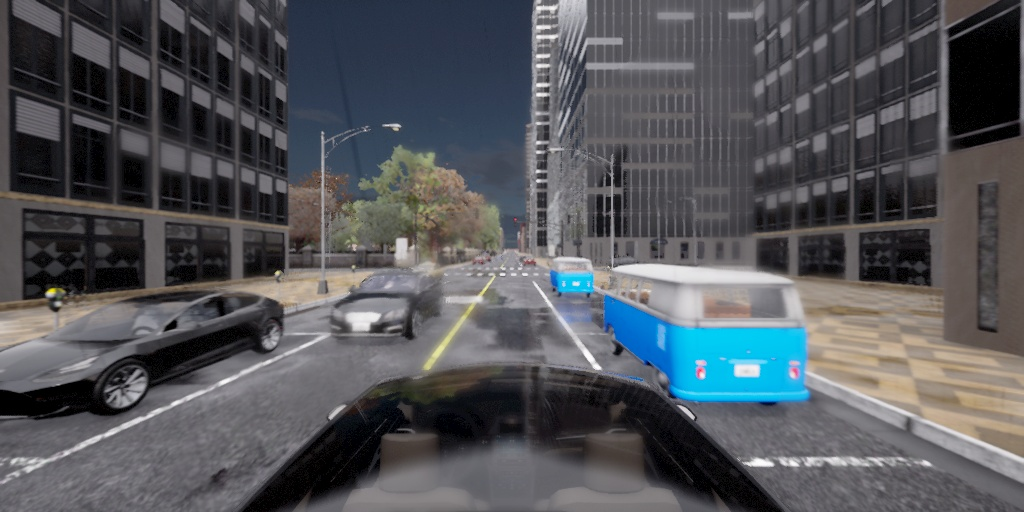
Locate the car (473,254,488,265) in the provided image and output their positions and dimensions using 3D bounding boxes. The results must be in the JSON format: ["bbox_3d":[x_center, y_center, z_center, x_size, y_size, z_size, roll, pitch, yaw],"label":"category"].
[{"bbox_3d":[-5.681,0.796,61.161,1.888,1.381,4.507,0,0,0],"label":"car"}]

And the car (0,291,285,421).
[{"bbox_3d":[-5.690,1.285,5.960,1.948,1.339,4.313,0,0,0],"label":"car"}]

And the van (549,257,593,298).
[{"bbox_3d":[2.774,0.965,17.358,1.690,1.789,3.998,0,0,0],"label":"van"}]

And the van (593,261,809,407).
[{"bbox_3d":[2.691,1.060,5.961,1.690,1.789,3.998,0,0,0],"label":"van"}]

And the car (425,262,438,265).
[{"bbox_3d":[-5.816,1.087,24.591,1.751,1.417,4.829,0,0,0],"label":"car"}]

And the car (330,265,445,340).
[{"bbox_3d":[-3.097,1.180,9.835,2.128,1.511,4.902,0,0,0],"label":"car"}]

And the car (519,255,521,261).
[{"bbox_3d":[2.700,0.817,61.162,1.948,1.339,4.313,0,0,0],"label":"car"}]

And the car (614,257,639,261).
[{"bbox_3d":[12.641,0.821,38.465,4.674,1.442,1.812,0,0,1],"label":"car"}]

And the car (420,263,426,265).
[{"bbox_3d":[-5.769,1.191,17.357,1.948,1.339,4.313,0,0,0],"label":"car"}]

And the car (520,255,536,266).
[{"bbox_3d":[2.699,0.739,55.482,1.967,1.591,4.097,0,0,0],"label":"car"}]
